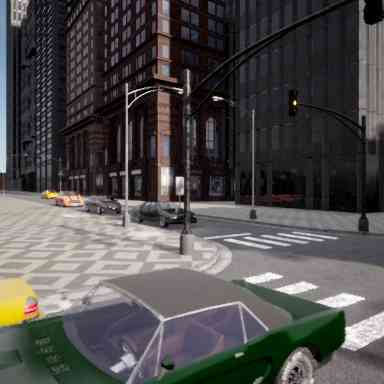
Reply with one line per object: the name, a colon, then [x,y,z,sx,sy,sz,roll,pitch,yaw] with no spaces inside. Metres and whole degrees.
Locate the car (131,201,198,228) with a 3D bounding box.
car: [-1.873,1.237,20.263,2.033,1.411,5.357,0,1,-36]

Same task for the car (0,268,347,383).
car: [-0.535,1.600,3.331,4.718,1.301,1.895,0,0,-36]

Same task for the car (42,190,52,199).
car: [-24.387,0.422,57.045,1.882,1.535,5.008,0,1,-35]

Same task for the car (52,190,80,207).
car: [-13.431,0.681,36.347,2.097,1.767,4.553,0,1,-35]

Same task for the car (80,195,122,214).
car: [-7.585,1.013,28.209,1.837,1.490,4.892,0,1,-36]

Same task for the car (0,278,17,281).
car: [-4.267,1.525,3.606,4.829,1.417,1.752,0,0,-35]
